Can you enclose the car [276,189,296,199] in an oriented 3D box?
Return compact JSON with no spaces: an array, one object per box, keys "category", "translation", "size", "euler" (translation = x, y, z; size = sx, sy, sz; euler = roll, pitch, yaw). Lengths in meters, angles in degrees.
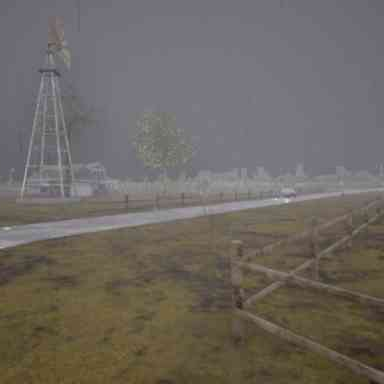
[{"category":"car","translation":[14.175,0.216,49.750],"size":[1.812,1.442,4.674],"euler":[-1,1,35]}]
